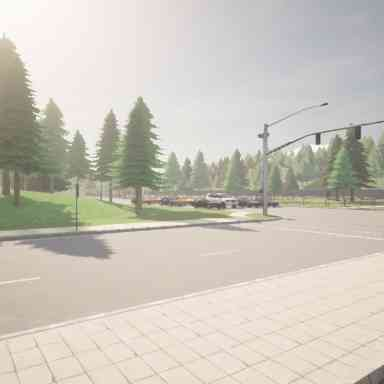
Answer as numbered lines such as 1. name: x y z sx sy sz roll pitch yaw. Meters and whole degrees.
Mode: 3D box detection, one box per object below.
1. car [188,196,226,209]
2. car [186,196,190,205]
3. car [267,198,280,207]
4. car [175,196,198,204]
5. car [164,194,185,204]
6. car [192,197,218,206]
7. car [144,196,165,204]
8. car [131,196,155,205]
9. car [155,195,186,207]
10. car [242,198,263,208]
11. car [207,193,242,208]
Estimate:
1. car: 1.931 1.601 44.296 1.895 1.301 4.718 0 0 -35
2. car: -1.492 1.478 55.262 1.882 1.535 5.008 0 0 -35
3. car: 10.604 1.547 50.230 2.033 1.411 5.357 0 0 -35
4. car: -1.143 1.547 67.047 2.033 1.411 5.357 0 0 -34
5. car: -3.404 1.352 64.131 2.097 1.767 4.553 0 0 -35
6. car: 2.167 1.601 56.149 1.895 1.301 4.718 0 0 -35
7. car: -7.156 1.478 63.376 1.882 1.535 5.008 0 0 -35
8. car: -9.290 1.547 60.302 2.033 1.411 5.357 0 0 -36
9. car: -3.424 1.505 51.919 1.837 1.490 4.892 0 0 -35
10. car: 7.677 1.547 48.301 2.033 1.411 5.357 0 0 -35
11. car: 4.118 1.221 47.285 2.150 2.045 5.566 0 0 -34
